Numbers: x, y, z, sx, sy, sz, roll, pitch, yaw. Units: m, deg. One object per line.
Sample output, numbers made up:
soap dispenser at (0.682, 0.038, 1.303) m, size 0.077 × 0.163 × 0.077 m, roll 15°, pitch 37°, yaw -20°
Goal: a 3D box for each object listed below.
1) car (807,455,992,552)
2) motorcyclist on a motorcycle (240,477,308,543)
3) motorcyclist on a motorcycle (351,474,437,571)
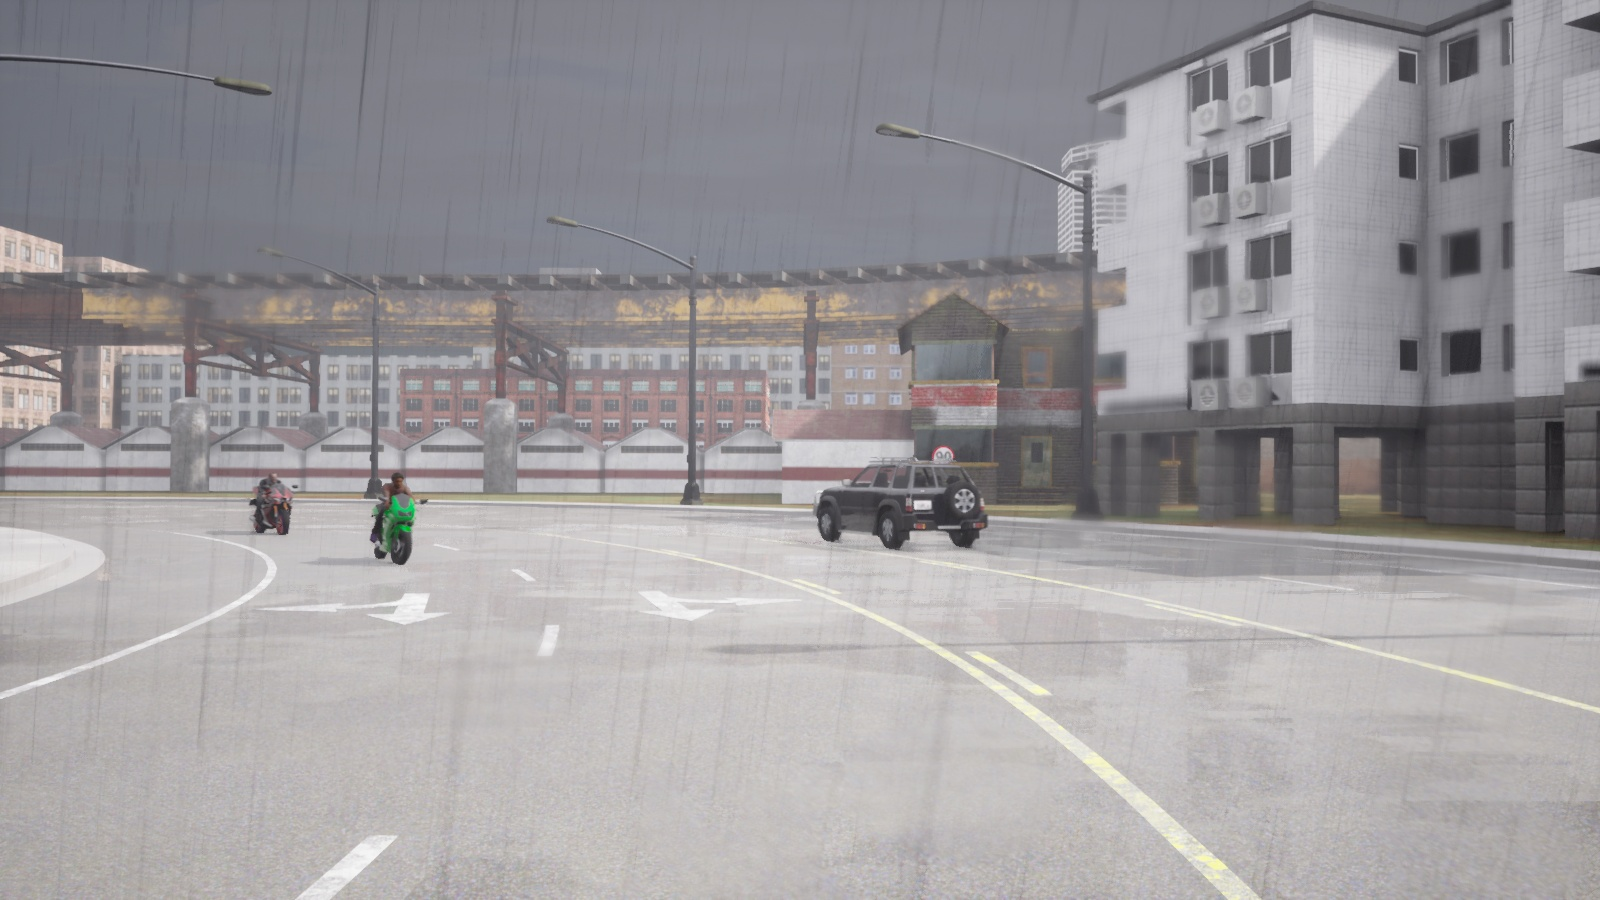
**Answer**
car at (1.985, 1.073, 26.647) m, size 1.932 × 1.855 × 4.605 m, roll 0°, pitch -1°, yaw -24°
motorcyclist on a motorcycle at (-12.634, 1.409, 30.123) m, size 0.866 × 1.530 × 2.191 m, roll 0°, pitch -1°, yaw -41°
motorcyclist on a motorcycle at (-6.777, 1.176, 20.884) m, size 0.797 × 1.523 × 2.044 m, roll 5°, pitch -3°, yaw -32°
